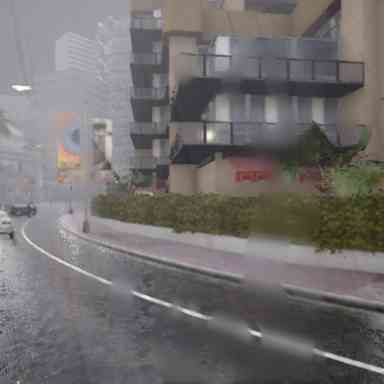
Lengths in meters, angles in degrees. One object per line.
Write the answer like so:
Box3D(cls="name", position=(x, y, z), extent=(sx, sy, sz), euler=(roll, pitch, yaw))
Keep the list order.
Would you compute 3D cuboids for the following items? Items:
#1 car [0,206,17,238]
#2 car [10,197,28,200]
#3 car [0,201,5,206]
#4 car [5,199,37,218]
Box3D(cls="car", position=(-11.075, 1.750, 18.601), extent=(1.812, 1.442, 4.674), euler=(0, -1, -30))
Box3D(cls="car", position=(-27.736, 1.843, 52.994), extent=(2.150, 2.045, 5.566), euler=(0, 0, -6))
Box3D(cls="car", position=(-30.944, 1.826, 50.257), extent=(2.150, 2.045, 5.566), euler=(0, 0, -6))
Box3D(cls="car", position=(-17.660, 1.888, 34.978), extent=(1.882, 1.535, 5.008), euler=(0, 0, -16))
